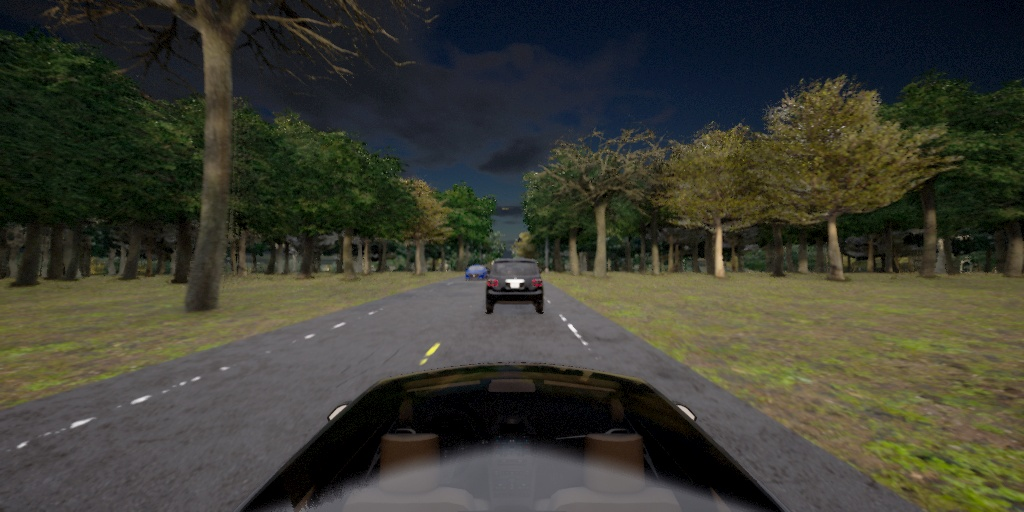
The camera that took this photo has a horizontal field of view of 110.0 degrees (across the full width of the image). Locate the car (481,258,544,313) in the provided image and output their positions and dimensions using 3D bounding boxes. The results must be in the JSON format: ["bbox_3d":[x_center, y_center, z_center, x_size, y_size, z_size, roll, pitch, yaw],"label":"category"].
[{"bbox_3d":[0.102,1.128,14.999,2.150,2.045,5.566,0,-1,0],"label":"car"}]

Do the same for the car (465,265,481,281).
[{"bbox_3d":[-3.584,1.660,36.331,1.882,1.535,5.008,0,-1,0],"label":"car"}]
